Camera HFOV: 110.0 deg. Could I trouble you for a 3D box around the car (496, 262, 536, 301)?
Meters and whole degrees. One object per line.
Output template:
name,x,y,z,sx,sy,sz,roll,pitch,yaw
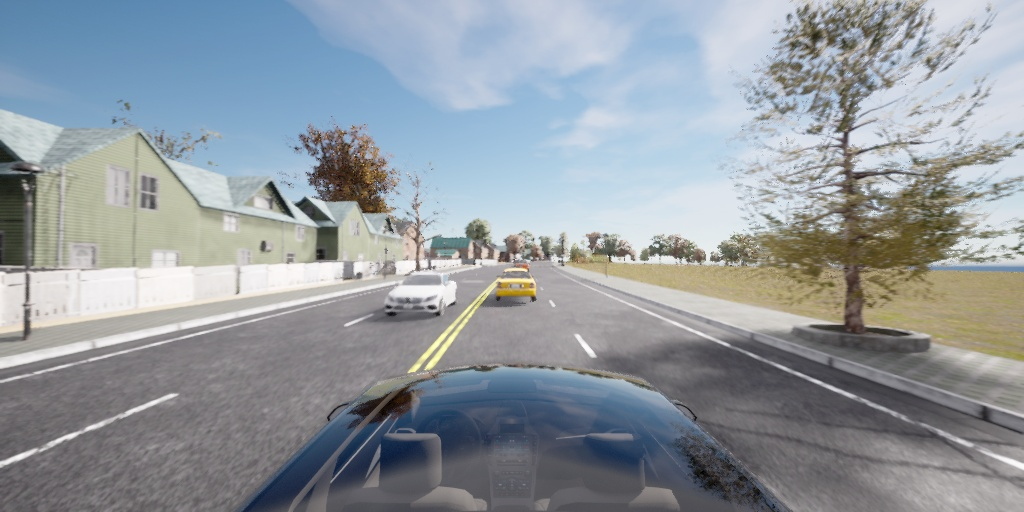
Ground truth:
car,0.201,1.259,17.722,1.801,1.575,5.366,0,0,1

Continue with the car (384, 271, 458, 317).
car,-3.182,1.311,13.464,1.812,1.442,4.674,0,0,1

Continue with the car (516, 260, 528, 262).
car,1.229,1.270,46.425,2.097,1.767,4.553,0,0,3
